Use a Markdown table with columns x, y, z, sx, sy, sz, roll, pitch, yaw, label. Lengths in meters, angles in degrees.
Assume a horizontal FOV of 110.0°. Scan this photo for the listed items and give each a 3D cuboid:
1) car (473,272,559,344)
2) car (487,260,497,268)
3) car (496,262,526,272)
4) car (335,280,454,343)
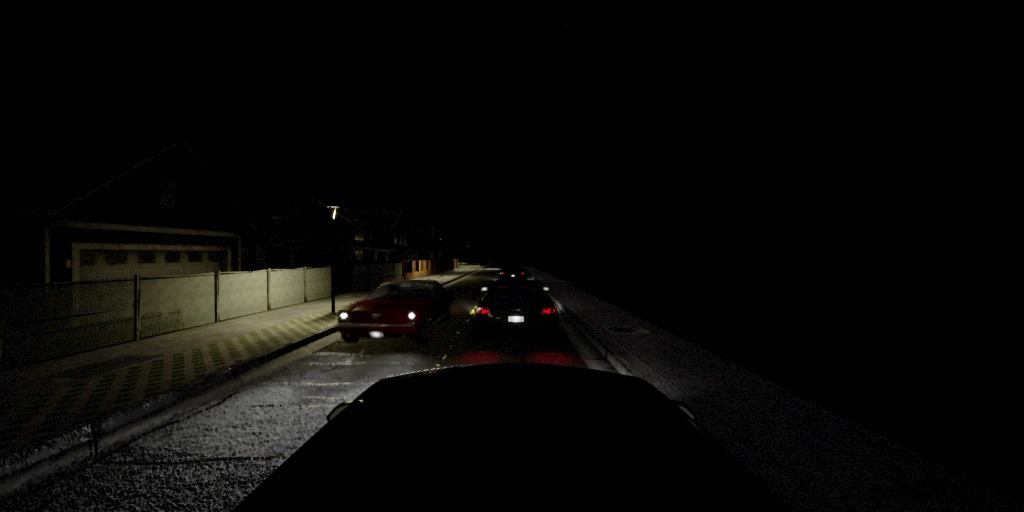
| x | y | z | sx | sy | sz | roll | pitch | yaw | label |
| --- | --- | --- | --- | --- | --- | --- | --- | --- | --- |
| 0.088 | 1.313 | 9.644 | 1.994 | 1.385 | 4.181 | 0 | 0 | 0 | car |
| -3.152 | 1.283 | 58.792 | 2.033 | 1.411 | 5.357 | 0 | 0 | -4 | car |
| 0.068 | 1.310 | 26.288 | 1.994 | 1.385 | 4.181 | 0 | 0 | 0 | car |
| -2.862 | 1.350 | 9.777 | 1.895 | 1.301 | 4.718 | 0 | 0 | 0 | car |
